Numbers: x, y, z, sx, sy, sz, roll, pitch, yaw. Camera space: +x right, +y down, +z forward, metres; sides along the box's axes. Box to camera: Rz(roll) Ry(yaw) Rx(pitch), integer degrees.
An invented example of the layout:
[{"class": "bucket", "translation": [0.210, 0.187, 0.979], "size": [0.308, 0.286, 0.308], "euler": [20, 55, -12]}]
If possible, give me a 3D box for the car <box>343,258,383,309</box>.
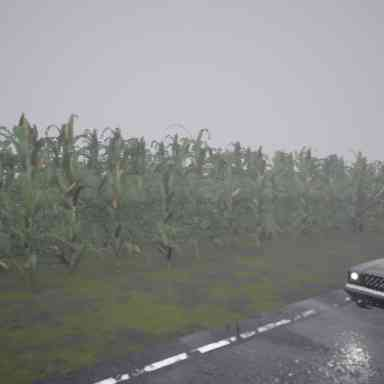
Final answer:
[{"class": "car", "translation": [5.116, 1.614, 6.689], "size": [4.718, 1.301, 1.895], "euler": [0, 0, -35]}]
